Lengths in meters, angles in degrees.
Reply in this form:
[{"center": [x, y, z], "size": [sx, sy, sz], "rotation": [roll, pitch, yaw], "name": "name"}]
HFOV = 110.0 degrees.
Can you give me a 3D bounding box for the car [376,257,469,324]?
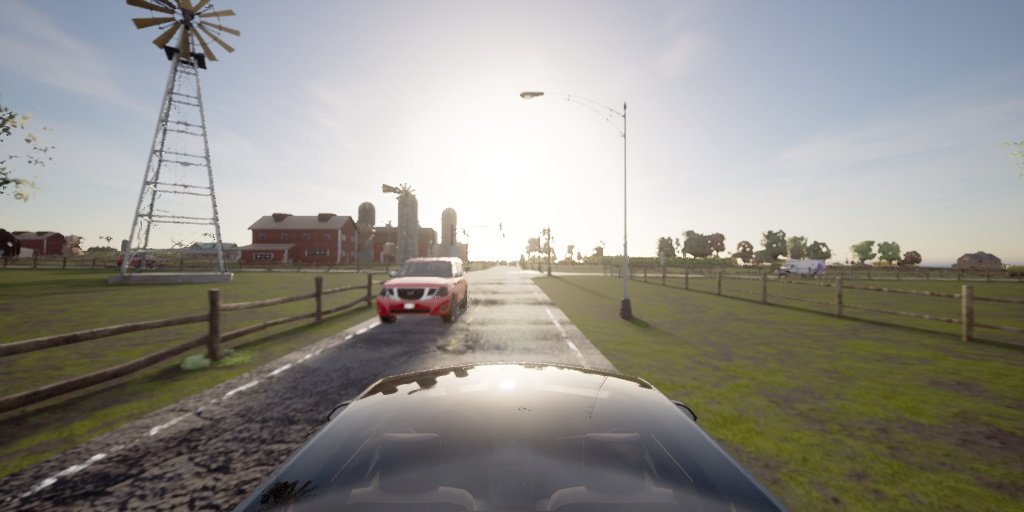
[{"center": [-2.851, 1.059, 12.727], "size": [2.150, 2.045, 5.566], "rotation": [0, 0, 0], "name": "car"}]
